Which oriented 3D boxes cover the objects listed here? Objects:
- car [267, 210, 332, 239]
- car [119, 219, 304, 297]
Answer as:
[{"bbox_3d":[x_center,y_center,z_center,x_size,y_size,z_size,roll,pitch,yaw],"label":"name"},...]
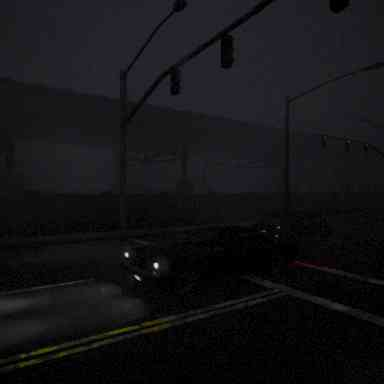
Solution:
[{"bbox_3d":[4.826,1.564,15.999,4.181,1.385,1.994,0,0,-35],"label":"car"},{"bbox_3d":[0.594,1.601,8.705,4.718,1.301,1.895,0,0,-35],"label":"car"}]
